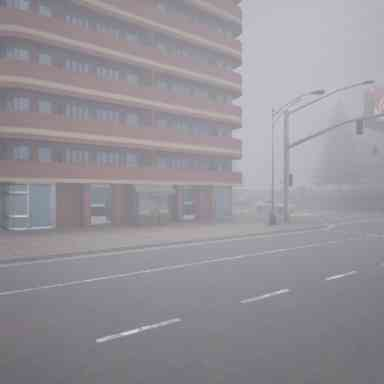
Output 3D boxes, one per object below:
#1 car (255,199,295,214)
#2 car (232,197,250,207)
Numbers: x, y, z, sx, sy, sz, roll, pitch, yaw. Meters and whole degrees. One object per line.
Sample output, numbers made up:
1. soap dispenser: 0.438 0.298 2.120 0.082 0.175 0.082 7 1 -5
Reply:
1. car: 8.903 1.526 36.193 1.812 1.442 4.674 0 0 -36
2. car: 6.842 1.525 51.161 1.812 1.442 4.674 0 0 -36
